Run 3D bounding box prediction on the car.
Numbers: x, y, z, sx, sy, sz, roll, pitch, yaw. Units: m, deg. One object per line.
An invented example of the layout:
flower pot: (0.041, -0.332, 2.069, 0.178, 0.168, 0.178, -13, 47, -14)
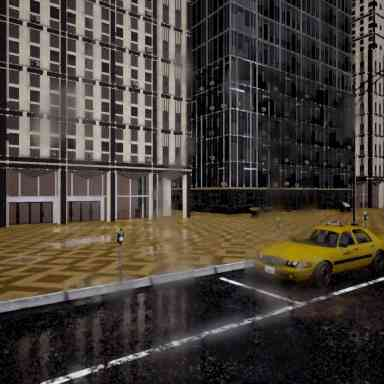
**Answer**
car: (3.808, 1.526, 9.264, 4.829, 1.417, 1.752, 0, 0, -35)
